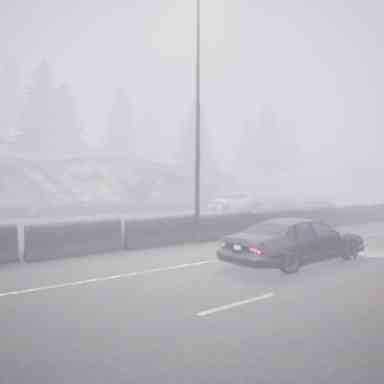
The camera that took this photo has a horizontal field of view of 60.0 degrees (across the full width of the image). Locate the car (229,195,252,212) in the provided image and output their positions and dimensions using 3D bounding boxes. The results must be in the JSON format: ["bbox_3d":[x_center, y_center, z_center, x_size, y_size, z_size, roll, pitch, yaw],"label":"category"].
[{"bbox_3d":[6.684,1.376,34.640,4.902,1.511,2.128,-1,0,-36],"label":"car"}]

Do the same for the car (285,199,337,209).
[{"bbox_3d":[10.596,1.376,28.832,4.892,1.490,1.837,-1,0,-36],"label":"car"}]

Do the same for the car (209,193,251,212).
[{"bbox_3d":[4.489,1.116,37.375,5.566,2.045,2.150,-1,0,-36],"label":"car"}]

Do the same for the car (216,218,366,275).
[{"bbox_3d":[3.253,1.531,10.396,5.357,1.411,2.033,0,0,-36],"label":"car"}]

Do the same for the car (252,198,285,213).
[{"bbox_3d":[8.577,1.426,31.693,5.357,1.411,2.033,-1,0,-36],"label":"car"}]
